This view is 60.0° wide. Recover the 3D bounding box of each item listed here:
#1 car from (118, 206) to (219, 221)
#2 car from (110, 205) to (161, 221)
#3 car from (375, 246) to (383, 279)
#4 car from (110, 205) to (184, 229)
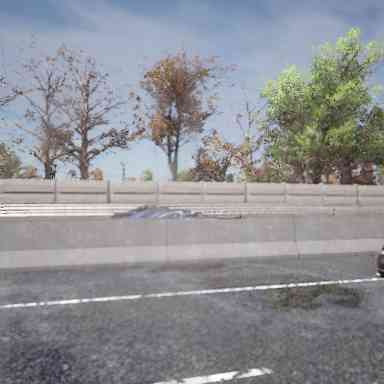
[{"bbox_3d":[-1.001,1.622,16.530,4.902,1.511,2.128,0,0,-15],"label":"car"},{"bbox_3d":[-2.233,1.698,19.823,5.357,1.411,2.033,0,0,-15],"label":"car"},{"bbox_3d":[6.610,1.597,7.507,4.902,1.511,2.128,1,0,-15],"label":"car"},{"bbox_3d":[-3.155,1.677,23.198,4.892,1.490,1.837,0,0,-15],"label":"car"}]
